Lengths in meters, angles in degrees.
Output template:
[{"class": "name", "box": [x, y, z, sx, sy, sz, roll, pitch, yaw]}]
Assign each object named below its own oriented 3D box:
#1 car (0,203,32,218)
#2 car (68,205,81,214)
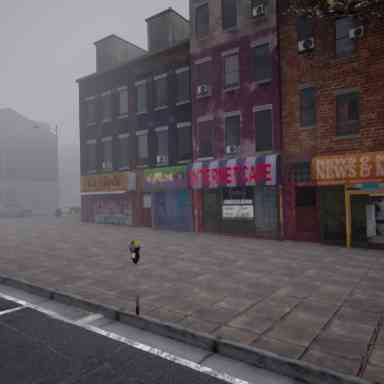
[{"class": "car", "box": [-16.227, 1.631, 28.949, 1.994, 1.385, 4.181, -2, -1, 36]}, {"class": "car", "box": [-10.772, 1.609, 36.539, 2.033, 1.411, 5.357, -2, -1, 35]}]
